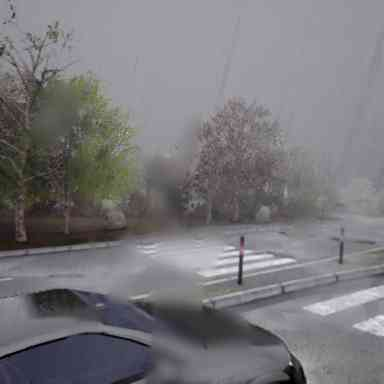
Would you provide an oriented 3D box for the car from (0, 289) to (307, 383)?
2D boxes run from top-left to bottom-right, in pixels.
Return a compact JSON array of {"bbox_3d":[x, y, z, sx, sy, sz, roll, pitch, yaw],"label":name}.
[{"bbox_3d":[-0.979,1.565,2.686,4.181,1.385,1.994,0,0,-34],"label":"car"}]
